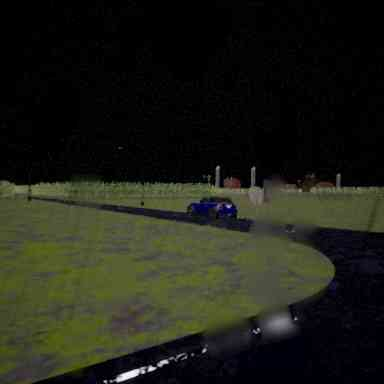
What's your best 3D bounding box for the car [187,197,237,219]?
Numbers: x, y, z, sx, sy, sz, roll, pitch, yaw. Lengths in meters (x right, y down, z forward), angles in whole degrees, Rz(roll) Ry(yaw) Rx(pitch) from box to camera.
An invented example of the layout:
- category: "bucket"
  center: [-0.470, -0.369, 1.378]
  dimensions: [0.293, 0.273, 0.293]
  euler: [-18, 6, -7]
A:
- category: "car"
  center: [1.549, 1.149, 26.831]
  dimensions: [2.097, 1.767, 4.553]
  euler: [1, 0, -35]
